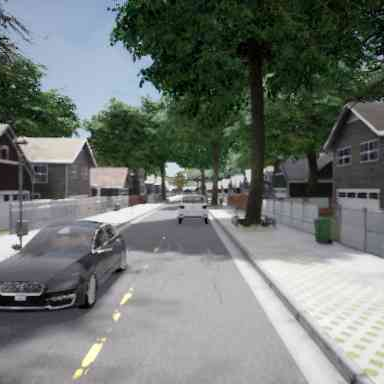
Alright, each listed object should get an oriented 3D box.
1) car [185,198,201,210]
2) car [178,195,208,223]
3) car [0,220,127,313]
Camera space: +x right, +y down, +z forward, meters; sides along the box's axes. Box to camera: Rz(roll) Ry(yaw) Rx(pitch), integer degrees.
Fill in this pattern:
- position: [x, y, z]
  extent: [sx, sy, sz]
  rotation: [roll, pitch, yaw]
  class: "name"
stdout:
- position: [0.085, 1.558, 43.093]
  extent: [1.994, 1.385, 4.181]
  rotation: [0, 0, 0]
  class: "car"
- position: [0.090, 1.215, 25.595]
  extent: [2.150, 2.045, 5.566]
  rotation: [0, 0, 0]
  class: "car"
- position: [-2.830, 1.501, 7.938]
  extent: [1.837, 1.490, 4.892]
  rotation: [0, 0, 0]
  class: "car"
